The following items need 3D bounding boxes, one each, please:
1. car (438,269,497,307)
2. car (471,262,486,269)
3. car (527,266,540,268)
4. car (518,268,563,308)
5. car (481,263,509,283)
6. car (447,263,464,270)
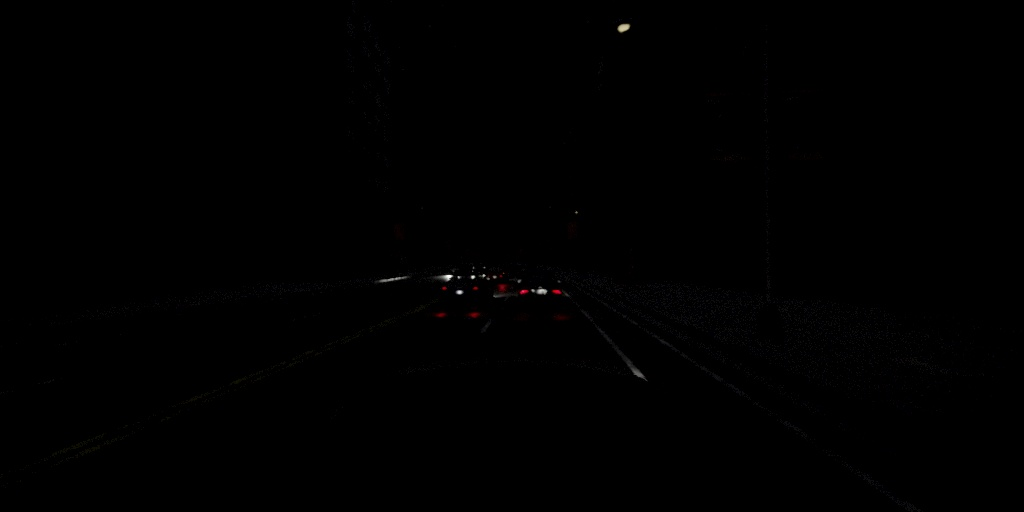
[{"bbox_3d":[-2.006,1.463,16.564,1.994,1.385,4.181,0,-1,3],"label":"car"},{"bbox_3d":[-4.331,1.593,48.927,2.097,1.767,4.553,0,0,0],"label":"car"},{"bbox_3d":[1.889,1.597,31.472,1.994,1.385,4.181,0,-1,2],"label":"car"},{"bbox_3d":[1.218,1.427,16.058,2.033,1.411,5.357,0,-1,3],"label":"car"},{"bbox_3d":[-1.356,1.575,31.690,1.812,1.442,4.674,0,0,2],"label":"car"},{"bbox_3d":[-7.583,1.748,48.704,2.128,1.511,4.902,0,-1,0],"label":"car"}]
